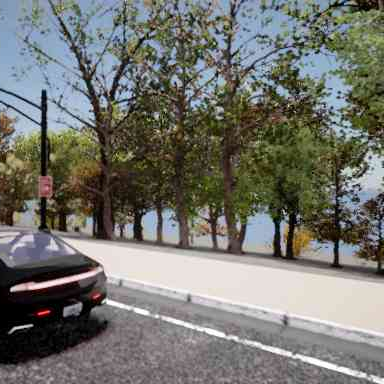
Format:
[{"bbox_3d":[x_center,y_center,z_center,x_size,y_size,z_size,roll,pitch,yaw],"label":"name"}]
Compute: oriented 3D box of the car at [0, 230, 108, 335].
[{"bbox_3d":[-3.654,1.477,6.262,4.902,1.511,2.128,0,0,37],"label":"car"}]
